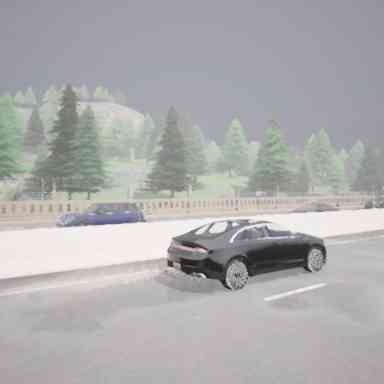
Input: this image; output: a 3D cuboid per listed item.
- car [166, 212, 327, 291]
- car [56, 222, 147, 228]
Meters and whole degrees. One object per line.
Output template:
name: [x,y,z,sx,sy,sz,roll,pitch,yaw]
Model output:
car: [1.656,1.477,9.000,4.902,1.511,2.128,0,0,-34]
car: [-4.747,1.334,17.582,4.553,1.767,2.097,0,0,-34]
